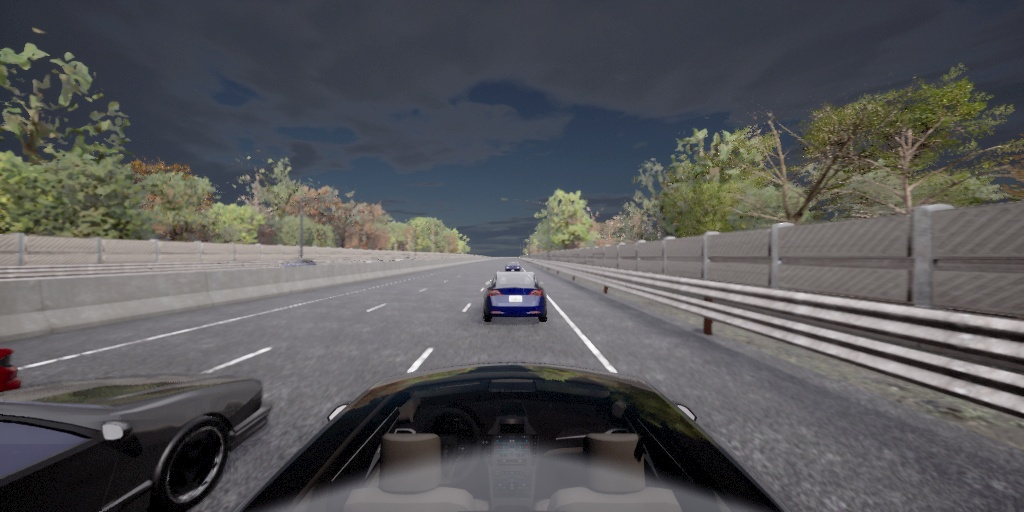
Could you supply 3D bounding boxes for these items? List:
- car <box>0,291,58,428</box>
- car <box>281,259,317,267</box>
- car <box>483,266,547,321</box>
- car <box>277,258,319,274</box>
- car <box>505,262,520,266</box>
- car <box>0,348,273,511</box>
[{"bbox_3d":[-6.899,1.228,2.201,1.882,1.535,5.008,0,0,0],"label":"car"},{"bbox_3d":[-21.067,1.325,35.986,1.994,1.385,4.181,0,0,0],"label":"car"},{"bbox_3d":[0.101,1.256,12.500,2.163,1.488,4.792,0,0,0],"label":"car"},{"bbox_3d":[-24.530,1.114,41.400,2.097,1.767,4.553,0,0,1],"label":"car"},{"bbox_3d":[0.103,1.362,43.283,1.895,1.301,4.718,0,0,0],"label":"car"},{"bbox_3d":[-3.394,1.297,1.207,2.033,1.411,5.357,0,0,0],"label":"car"}]
